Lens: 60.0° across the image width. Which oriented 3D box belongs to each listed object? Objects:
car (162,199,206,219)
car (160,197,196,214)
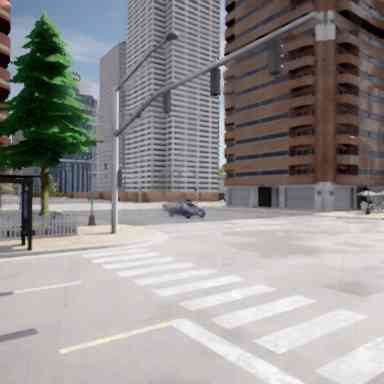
[{"bbox_3d":[-0.623,1.715,31.942,1.812,1.442,4.674,1,0,-35],"label":"car"},{"bbox_3d":[-1.721,1.569,39.798,2.097,1.767,4.553,1,0,-36],"label":"car"}]
